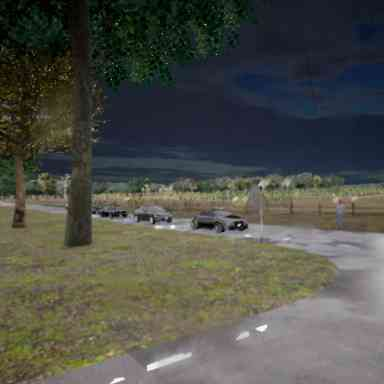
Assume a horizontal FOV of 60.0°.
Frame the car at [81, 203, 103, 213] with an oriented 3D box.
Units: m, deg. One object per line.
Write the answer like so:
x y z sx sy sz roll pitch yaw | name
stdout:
-15.708 2.458 51.876 1.895 1.301 4.718 -1 0 -35 | car

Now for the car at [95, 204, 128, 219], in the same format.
-8.789 2.235 36.877 1.895 1.301 4.718 -1 0 -35 | car

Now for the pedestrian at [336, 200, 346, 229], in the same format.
9.484 1.408 21.195 0.375 1.860 0.375 -3 2 -35 | pedestrian

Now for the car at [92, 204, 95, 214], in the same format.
-14.446 2.371 45.009 1.994 1.385 4.181 -1 0 -34 | car

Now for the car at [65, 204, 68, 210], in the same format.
-21.547 2.594 60.201 1.994 1.385 4.181 -1 0 -35 | car

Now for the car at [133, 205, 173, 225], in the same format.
-3.512 1.974 29.335 1.837 1.490 4.892 -1 0 -35 | car

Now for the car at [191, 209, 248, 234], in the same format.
1.721 1.866 21.875 1.994 1.385 4.181 -1 0 -35 | car
